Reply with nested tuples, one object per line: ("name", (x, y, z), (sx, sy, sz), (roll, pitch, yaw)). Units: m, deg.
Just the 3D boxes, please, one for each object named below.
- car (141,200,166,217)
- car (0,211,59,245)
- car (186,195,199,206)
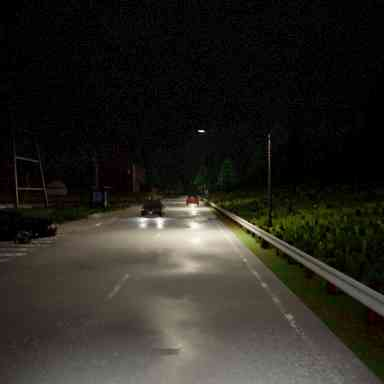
("car", (-3.573, 1.522, 31.009), (1.812, 1.442, 4.674), (0, 0, 0))
("car", (-8.640, 1.546, 14.356), (5.357, 1.411, 2.033), (0, 0, -18))
("car", (0.100, 1.346, 56.232), (2.097, 1.767, 4.553), (0, 0, 0))
